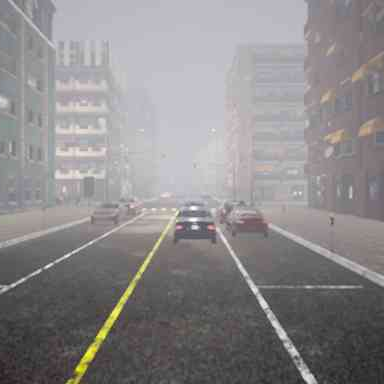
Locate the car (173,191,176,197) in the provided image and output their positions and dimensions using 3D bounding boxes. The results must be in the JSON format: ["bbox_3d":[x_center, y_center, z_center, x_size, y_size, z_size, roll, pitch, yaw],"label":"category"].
[{"bbox_3d":[-5.229,0.526,76.616,1.752,1.417,4.829,1,1,0],"label":"car"}]

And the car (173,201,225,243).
[{"bbox_3d":[0.114,1.352,14.983,2.033,1.411,5.357,0,1,0],"label":"car"}]

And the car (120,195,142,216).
[{"bbox_3d":[-5.286,1.085,27.234,1.967,1.590,4.097,1,1,0],"label":"car"}]

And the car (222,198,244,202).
[{"bbox_3d":[2.597,1.157,21.700,1.967,1.590,4.097,1,1,0],"label":"car"}]

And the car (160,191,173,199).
[{"bbox_3d":[-5.241,0.674,65.275,1.752,1.417,4.829,1,1,0],"label":"car"}]

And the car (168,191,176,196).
[{"bbox_3d":[-5.218,0.395,88.127,1.887,1.381,4.507,1,1,0],"label":"car"}]

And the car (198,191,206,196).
[{"bbox_3d":[2.663,0.394,88.149,1.887,1.381,4.507,1,1,0],"label":"car"}]

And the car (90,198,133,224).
[{"bbox_3d":[-5.290,1.299,21.687,1.802,1.307,4.206,1,1,0],"label":"car"}]

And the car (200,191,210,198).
[{"bbox_3d":[2.647,0.513,71.137,1.967,1.590,4.097,1,1,0],"label":"car"}]

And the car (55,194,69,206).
[{"bbox_3d":[-17.523,0.730,38.754,5.009,1.841,2.192,0,0,0],"label":"car"}]

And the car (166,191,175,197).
[{"bbox_3d":[-5.224,0.490,82.457,1.947,1.339,4.313,1,1,0],"label":"car"}]

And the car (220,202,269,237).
[{"bbox_3d":[2.589,1.371,16.153,1.802,1.307,4.206,1,1,0],"label":"car"}]

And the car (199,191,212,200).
[{"bbox_3d":[2.634,0.772,59.797,2.008,1.369,4.403,1,1,0],"label":"car"}]

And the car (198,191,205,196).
[{"bbox_3d":[2.668,0.326,93.820,2.008,1.369,4.403,1,1,0],"label":"car"}]

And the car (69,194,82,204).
[{"bbox_3d":[-17.577,0.975,46.634,4.313,1.339,1.947,0,0,0],"label":"car"}]

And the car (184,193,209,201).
[{"bbox_3d":[0.118,1.133,26.449,1.882,1.535,5.008,0,1,0],"label":"car"}]
